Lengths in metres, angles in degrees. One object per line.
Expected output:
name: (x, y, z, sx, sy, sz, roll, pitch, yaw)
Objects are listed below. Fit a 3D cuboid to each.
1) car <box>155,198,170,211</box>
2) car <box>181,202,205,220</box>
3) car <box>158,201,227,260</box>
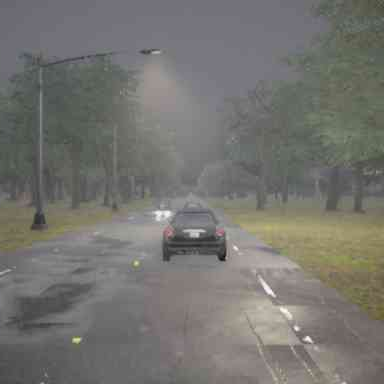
car: (-3.587, 1.578, 42.711, 2.128, 1.511, 4.902, 0, 0, 0)
car: (0.089, 1.591, 28.749, 1.994, 1.385, 4.181, 0, 0, 0)
car: (0.085, 1.359, 12.541, 2.097, 1.767, 4.553, 0, 0, 0)
